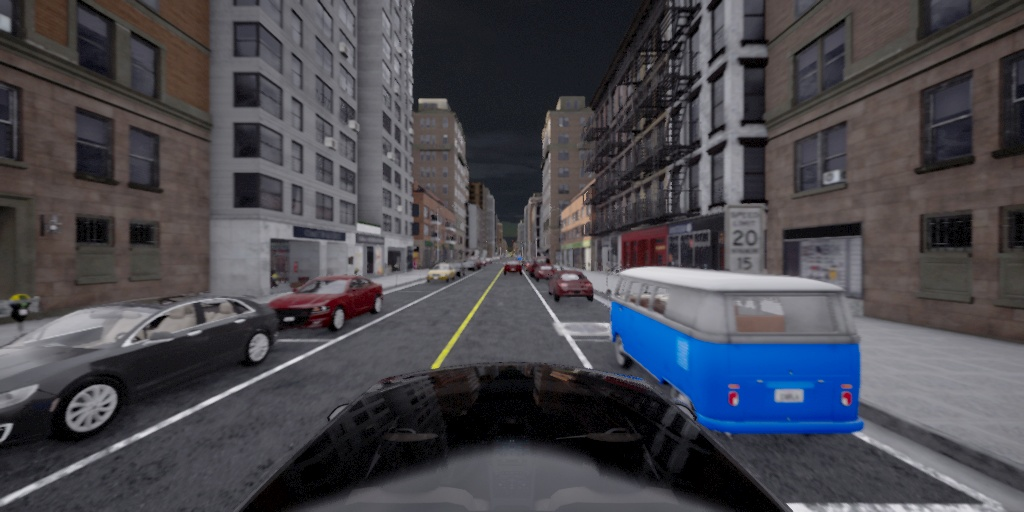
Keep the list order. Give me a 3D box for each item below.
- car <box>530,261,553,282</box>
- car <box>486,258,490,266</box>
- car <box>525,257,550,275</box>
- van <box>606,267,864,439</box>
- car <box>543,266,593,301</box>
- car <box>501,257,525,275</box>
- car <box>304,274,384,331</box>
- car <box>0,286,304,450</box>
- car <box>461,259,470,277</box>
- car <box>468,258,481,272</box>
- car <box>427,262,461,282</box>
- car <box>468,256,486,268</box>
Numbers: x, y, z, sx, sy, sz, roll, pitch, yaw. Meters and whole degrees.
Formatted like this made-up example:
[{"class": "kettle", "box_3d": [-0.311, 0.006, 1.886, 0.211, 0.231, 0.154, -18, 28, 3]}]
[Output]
[{"class": "car", "box_3d": [2.634, 1.279, 27.985, 1.802, 1.307, 4.207, 0, 0, 0]}, {"class": "car", "box_3d": [-5.393, 1.047, 62.069, 1.967, 1.591, 4.097, 0, 0, 0]}, {"class": "car", "box_3d": [2.634, 0.997, 33.666, 2.192, 1.841, 5.009, 0, 0, 0]}, {"class": "van", "box_3d": [2.636, 1.085, 5.259, 1.690, 1.789, 3.998, 0, 0, 0]}, {"class": "car", "box_3d": [2.635, 1.304, 16.622, 1.802, 1.307, 4.207, 0, 0, 0]}, {"class": "car", "box_3d": [0.098, 1.149, 37.729, 1.882, 1.535, 5.008, 0, 0, 0]}, {"class": "car", "box_3d": [-5.389, 1.277, 10.932, 1.888, 1.381, 4.507, 0, 0, 0]}, {"class": "car", "box_3d": [-5.389, 1.293, 5.250, 2.007, 1.370, 4.403, 0, 0, 0]}, {"class": "car", "box_3d": [-5.391, 1.246, 33.660, 1.948, 1.339, 4.313, 0, 0, 0]}, {"class": "car", "box_3d": [-5.392, 1.217, 45.023, 1.948, 1.339, 4.313, 0, 0, 0]}, {"class": "car", "box_3d": [-5.391, 1.221, 27.808, 1.751, 1.417, 4.829, 0, 0, 0]}, {"class": "car", "box_3d": [-5.393, 0.951, 50.705, 2.192, 1.841, 5.009, 0, 0, 0]}]
